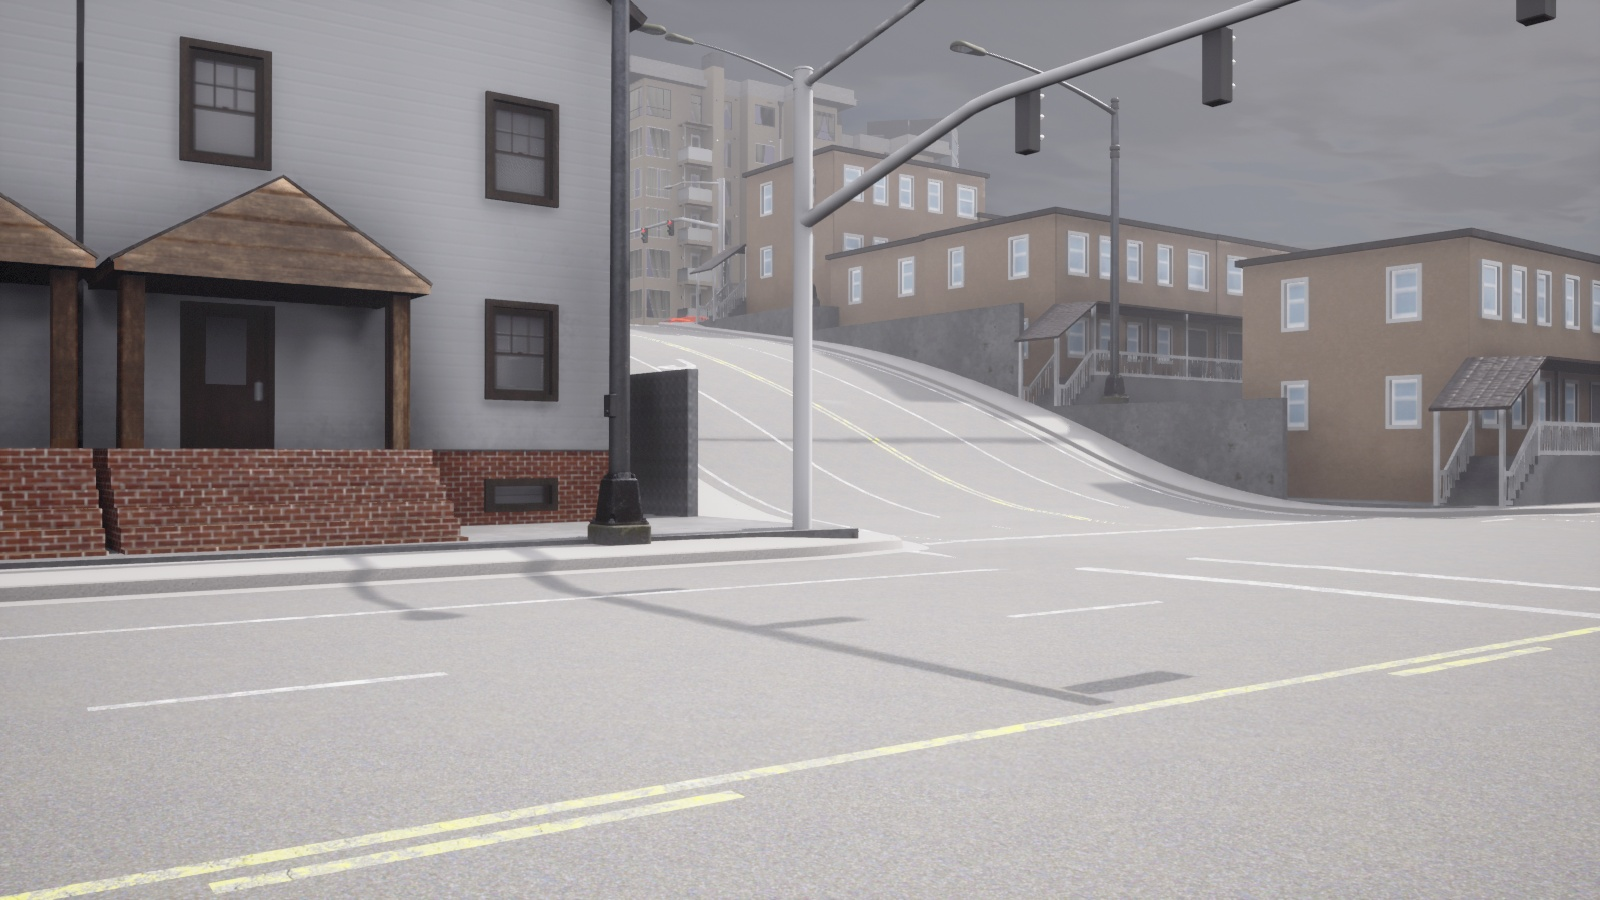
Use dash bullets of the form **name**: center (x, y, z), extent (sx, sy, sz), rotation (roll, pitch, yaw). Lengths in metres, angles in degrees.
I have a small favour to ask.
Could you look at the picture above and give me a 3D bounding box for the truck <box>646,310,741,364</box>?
- **truck**: center (-6.731, -7.090, 79.401), extent (5.204, 2.467, 2.627), rotation (6, -3, -35)
